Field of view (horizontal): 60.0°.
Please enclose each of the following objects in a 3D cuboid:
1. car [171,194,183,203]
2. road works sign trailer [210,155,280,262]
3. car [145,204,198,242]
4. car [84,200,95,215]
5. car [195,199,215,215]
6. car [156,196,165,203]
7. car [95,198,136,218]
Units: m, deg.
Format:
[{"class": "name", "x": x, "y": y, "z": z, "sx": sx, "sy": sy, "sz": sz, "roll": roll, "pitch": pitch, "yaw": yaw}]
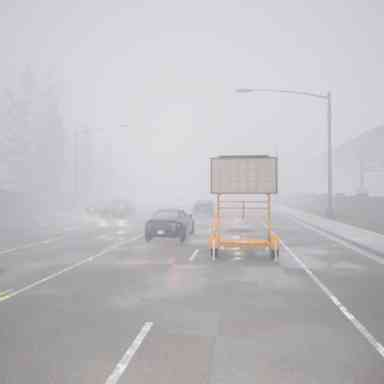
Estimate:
[{"class": "car", "x": -3.178, "y": 1.362, "z": 69.981, "sx": 2.150, "sy": 2.045, "sz": 5.566, "roll": 0, "pitch": -1, "yaw": -3}, {"class": "road works sign trailer", "x": 1.883, "y": 0.469, "z": 12.180, "sx": 2.380, "sy": 3.560, "sz": 2.880, "roll": 0, "pitch": 0, "yaw": 7}, {"class": "car", "x": -1.015, "y": 1.532, "z": 16.297, "sx": 1.812, "sy": 1.442, "sz": 4.674, "roll": 0, "pitch": 0, "yaw": 7}, {"class": "car", "x": -9.451, "y": 1.503, "z": 34.548, "sx": 2.128, "sy": 1.511, "sz": 4.902, "roll": 0, "pitch": 0, "yaw": 7}, {"class": "car", "x": 1.263, "y": 1.491, "z": 33.948, "sx": 1.882, "sy": 1.535, "sz": 5.008, "roll": 0, "pitch": 0, "yaw": 7}, {"class": "car", "x": -7.135, "y": 1.704, "z": 74.860, "sx": 1.882, "sy": 1.535, "sz": 5.008, "roll": 0, "pitch": -1, "yaw": -5}, {"class": "car", "x": -6.542, "y": 1.362, "z": 29.733, "sx": 2.097, "sy": 1.767, "sz": 4.553, "roll": 0, "pitch": 0, "yaw": 7}]
